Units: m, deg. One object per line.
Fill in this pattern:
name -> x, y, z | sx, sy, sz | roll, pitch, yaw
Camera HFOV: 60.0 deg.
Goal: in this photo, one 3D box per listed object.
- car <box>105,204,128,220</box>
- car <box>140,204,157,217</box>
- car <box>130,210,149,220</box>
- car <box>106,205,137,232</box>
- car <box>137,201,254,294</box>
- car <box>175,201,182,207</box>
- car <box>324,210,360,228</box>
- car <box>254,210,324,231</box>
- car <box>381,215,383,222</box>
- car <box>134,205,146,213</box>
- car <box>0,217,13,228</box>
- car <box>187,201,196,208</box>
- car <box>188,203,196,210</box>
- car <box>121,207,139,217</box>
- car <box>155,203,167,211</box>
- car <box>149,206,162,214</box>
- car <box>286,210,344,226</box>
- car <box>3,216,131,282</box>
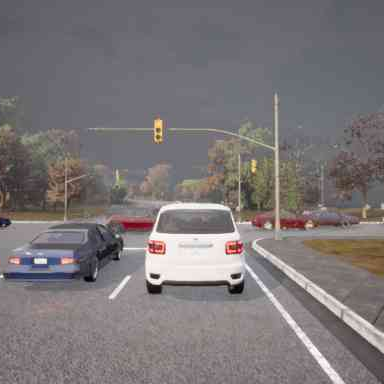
car -> -10.630, 2.807, 47.135 | 2.150, 2.045, 5.566 | 0, -2, -2
car -> -7.116, 3.006, 55.304 | 2.150, 2.045, 5.566 | 0, -1, 0
car -> -7.108, 3.143, 45.776 | 1.895, 1.301, 4.718 | 0, -2, -1
car -> -3.210, 1.876, 22.056 | 4.553, 1.767, 2.097 | 0, -3, 3
car -> 0.079, 1.320, 9.162 | 2.150, 2.045, 5.566 | 0, -1, 0
car -> -3.634, 3.092, 87.425 | 1.882, 1.535, 5.008 | 0, 0, -3
car -> 11.703, 2.387, 29.125 | 5.357, 1.411, 2.033 | 0, -3, -1
car -> 7.031, 2.150, 25.377 | 5.008, 1.535, 1.882 | 0, -3, -1
car -> 21.402, 2.505, 33.008 | 4.902, 1.511, 2.128 | 0, -3, -3
car -> -10.541, 3.479, 67.711 | 1.895, 1.301, 4.718 | 0, 0, 0
car -> -17.092, 2.341, 26.887 | 4.718, 1.301, 1.895 | 0, -3, 10
car -> -0.158, 3.285, 87.779 | 1.837, 1.490, 4.892 | 0, 0, -3
car -> -0.036, 3.331, 77.628 | 1.837, 1.490, 4.892 | 0, 0, 0
car -> -10.604, 3.368, 57.427 | 2.033, 1.411, 5.357 | 0, -1, 1
car -> -7.035, 3.379, 75.923 | 2.033, 1.411, 5.357 | 0, 0, 0
car -> -7.070, 3.480, 65.226 | 1.895, 1.301, 4.718 | 0, 0, 1
car -> 11.981, 2.488, 32.640 | 4.902, 1.511, 2.128 | 0, -3, -1
car -> -3.422, 1.664, 10.015 | 2.033, 1.411, 5.357 | 0, -1, 0
